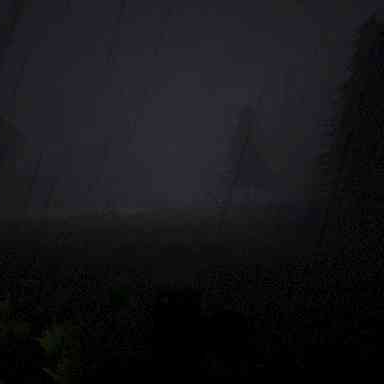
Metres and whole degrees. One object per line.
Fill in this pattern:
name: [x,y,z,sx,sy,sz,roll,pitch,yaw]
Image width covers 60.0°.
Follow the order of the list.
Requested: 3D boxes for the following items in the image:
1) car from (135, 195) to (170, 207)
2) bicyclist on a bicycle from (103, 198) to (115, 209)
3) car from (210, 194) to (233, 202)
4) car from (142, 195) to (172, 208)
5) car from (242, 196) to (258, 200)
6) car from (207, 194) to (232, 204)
car: [-5.096,1.362,41.203,1.994,1.385,4.181,0,0,36]
bicyclist on a bicycle: [-6.680,1.322,26.761,1.656,1.620,0.582,3,2,36]
car: [4.686,1.332,48.615,1.812,1.442,4.674,0,0,36]
car: [-4.849,1.247,46.494,1.816,1.474,4.193,7,4,33]
car: [10.374,1.406,56.648,1.895,1.301,4.718,0,0,36]
car: [4.601,1.104,54.594,1.837,1.490,4.892,0,0,36]
